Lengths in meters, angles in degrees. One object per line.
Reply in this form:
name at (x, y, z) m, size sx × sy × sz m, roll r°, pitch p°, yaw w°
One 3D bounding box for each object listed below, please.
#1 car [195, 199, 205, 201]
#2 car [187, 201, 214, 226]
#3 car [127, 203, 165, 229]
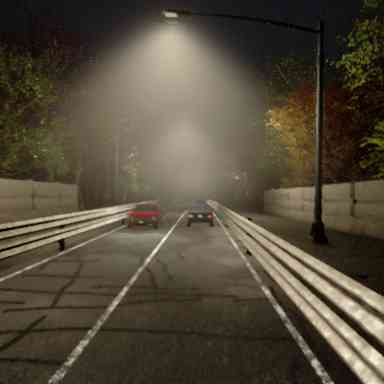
car at (1.044, 1.680, 43.078) m, size 1.882 × 1.535 × 5.008 m, roll 1°, pitch 0°, yaw 1°
car at (0.593, 1.623, 24.059) m, size 2.033 × 1.411 × 5.357 m, roll 1°, pitch 0°, yaw 1°
car at (-2.907, 1.491, 21.842) m, size 1.882 × 1.535 × 5.008 m, roll 1°, pitch 0°, yaw 1°
